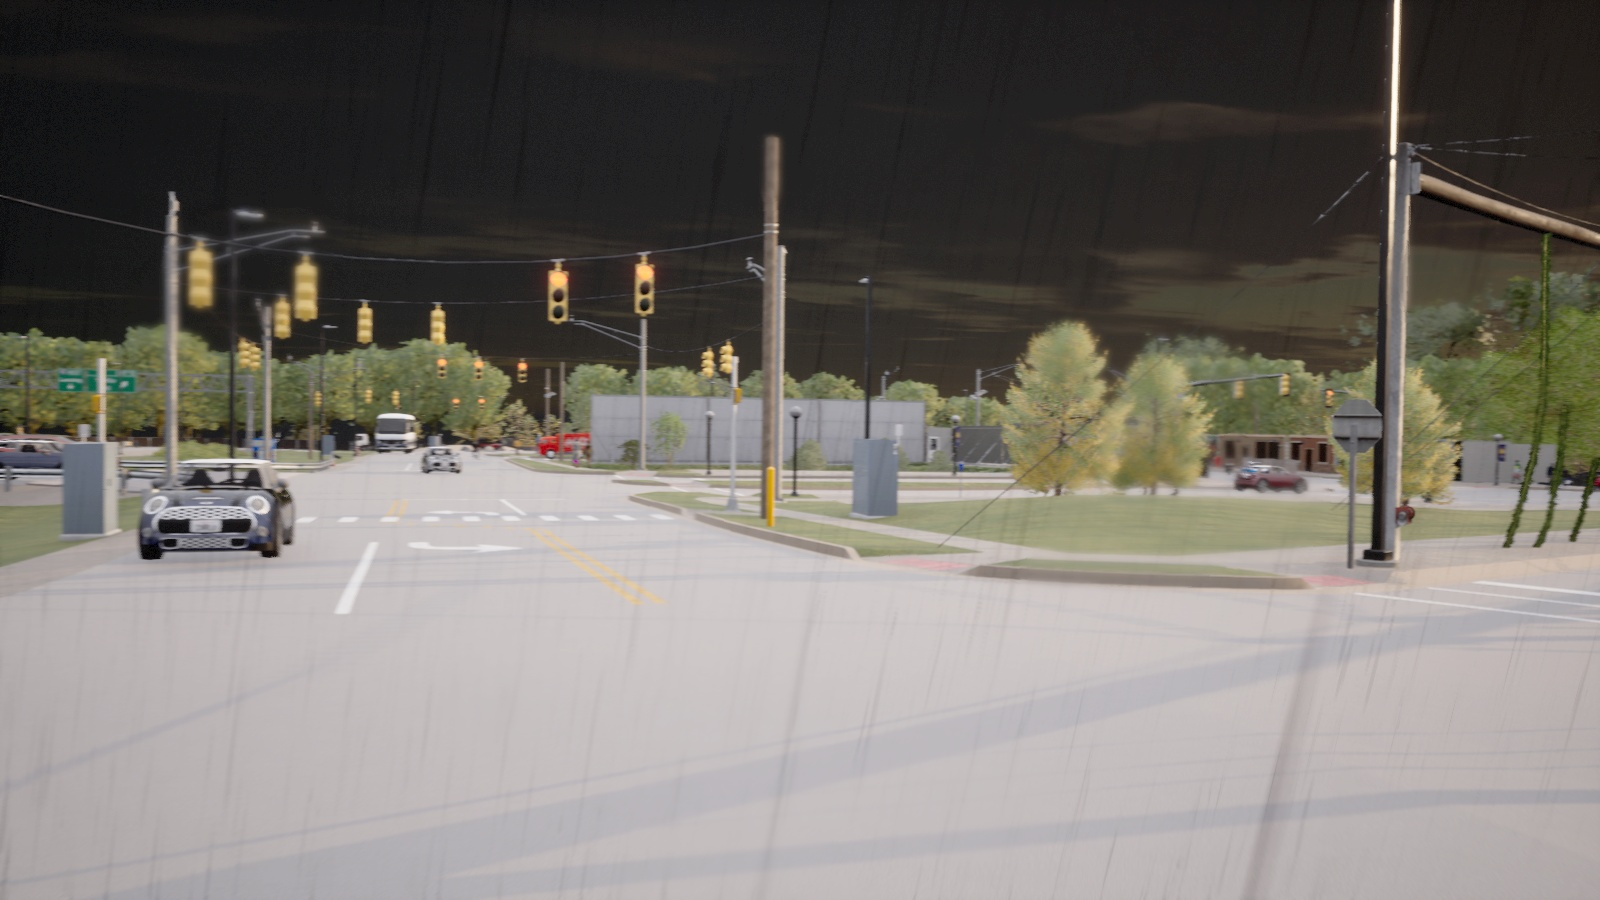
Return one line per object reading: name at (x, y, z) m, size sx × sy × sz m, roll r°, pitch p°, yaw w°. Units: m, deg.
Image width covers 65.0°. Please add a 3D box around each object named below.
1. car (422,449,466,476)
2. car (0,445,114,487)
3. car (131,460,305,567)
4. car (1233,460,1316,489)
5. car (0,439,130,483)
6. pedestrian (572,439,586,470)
car at (-19.934, 0.682, 70.241) m, size 1.970 × 1.475 × 3.806 m, roll 0°, pitch 1°, yaw -22°
car at (-27.475, 0.565, 45.890) m, size 3.806 × 1.475 × 1.970 m, roll 0°, pitch 0°, yaw -13°
car at (-8.984, 0.909, 19.697) m, size 1.970 × 1.475 × 3.806 m, roll 0°, pitch 0°, yaw -17°
car at (25.773, 1.336, 68.224) m, size 3.806 × 1.475 × 1.970 m, roll 1°, pitch 1°, yaw -22°
car at (-29.116, 0.405, 49.304) m, size 4.611 × 1.667 × 2.242 m, roll 0°, pitch 0°, yaw -18°
pedestrian at (-14.002, 0.292, 79.517) m, size 0.659 × 1.952 × 0.873 m, roll 0°, pitch 2°, yaw -28°
